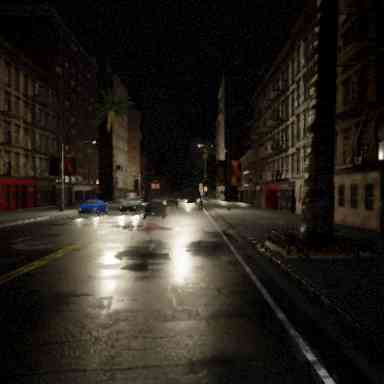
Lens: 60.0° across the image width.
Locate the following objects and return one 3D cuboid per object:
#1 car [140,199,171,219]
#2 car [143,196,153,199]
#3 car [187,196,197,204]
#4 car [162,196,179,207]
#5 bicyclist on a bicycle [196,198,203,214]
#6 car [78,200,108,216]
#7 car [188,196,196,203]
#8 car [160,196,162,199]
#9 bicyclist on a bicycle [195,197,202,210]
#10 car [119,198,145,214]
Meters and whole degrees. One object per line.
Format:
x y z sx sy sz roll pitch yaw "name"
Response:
-3.159 1.576 29.446 1.812 1.442 4.674 0 0 0 "car"
-9.773 1.572 74.008 2.097 1.767 4.553 0 0 0 "car"
-0.022 1.813 72.611 1.994 1.385 4.181 0 0 0 "car"
-3.166 1.639 53.101 2.128 1.511 4.902 0 0 0 "car"
0.884 1.518 33.392 0.582 1.620 1.656 0 -1 0 "bicyclist on a bicycle"
-9.851 1.543 33.508 1.882 1.535 5.008 0 0 0 "car"
-0.025 1.827 83.135 1.837 1.490 4.892 0 0 0 "car"
-6.524 1.549 78.007 1.882 1.535 5.008 0 0 0 "car"
0.894 1.544 44.247 0.866 1.612 1.509 0 0 0 "bicyclist on a bicycle"
-6.600 1.677 36.463 1.895 1.301 4.718 0 0 0 "car"
